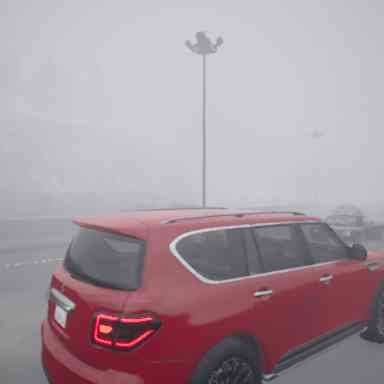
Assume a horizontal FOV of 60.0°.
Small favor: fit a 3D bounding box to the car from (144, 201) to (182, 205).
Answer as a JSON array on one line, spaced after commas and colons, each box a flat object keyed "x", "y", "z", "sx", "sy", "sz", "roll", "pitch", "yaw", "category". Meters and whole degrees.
[{"x": -1.105, "y": 1.654, "z": 27.101, "sx": 2.128, "sy": 1.511, "sz": 4.902, "roll": 0, "pitch": 0, "yaw": 41, "category": "car"}]

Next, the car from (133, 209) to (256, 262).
[{"x": 0.274, "y": 1.559, "z": 13.397, "sx": 5.008, "sy": 1.535, "sz": 1.882, "roll": 0, "pitch": 0, "yaw": -42, "category": "car"}]

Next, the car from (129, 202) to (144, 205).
[{"x": -6.294, "y": 1.823, "z": 37.147, "sx": 1.895, "sy": 1.301, "sz": 4.718, "roll": 0, "pitch": 0, "yaw": 37, "category": "car"}]

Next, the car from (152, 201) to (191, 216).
[{"x": -2.215, "y": 1.747, "z": 36.892, "sx": 1.812, "sy": 1.442, "sz": 4.674, "roll": 0, "pitch": 0, "yaw": 34, "category": "car"}]

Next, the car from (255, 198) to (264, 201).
[{"x": 14.099, "y": 1.964, "z": 69.264, "sx": 1.994, "sy": 1.385, "sz": 4.181, "roll": 0, "pitch": 0, "yaw": 14, "category": "car"}]

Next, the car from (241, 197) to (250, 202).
[{"x": 12.519, "y": 1.955, "z": 77.251, "sx": 1.837, "sy": 1.490, "sz": 4.892, "roll": 0, "pitch": 0, "yaw": 14, "category": "car"}]

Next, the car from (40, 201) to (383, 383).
[{"x": 0.885, "y": 1.251, "z": 4.746, "sx": 5.566, "sy": 2.045, "sz": 2.150, "roll": 0, "pitch": 0, "yaw": -38, "category": "car"}]

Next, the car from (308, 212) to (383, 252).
[{"x": 7.294, "y": 1.693, "z": 15.271, "sx": 1.895, "sy": 1.301, "sz": 4.718, "roll": 0, "pitch": 0, "yaw": 44, "category": "car"}]

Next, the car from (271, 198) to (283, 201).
[{"x": 16.151, "y": 1.876, "z": 63.217, "sx": 2.128, "sy": 1.511, "sz": 4.902, "roll": 0, "pitch": 0, "yaw": 15, "category": "car"}]

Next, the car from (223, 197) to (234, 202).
[{"x": 8.238, "y": 1.939, "z": 74.618, "sx": 1.837, "sy": 1.490, "sz": 4.892, "roll": 0, "pitch": 0, "yaw": 14, "category": "car"}]

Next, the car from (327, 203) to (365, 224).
[{"x": 12.842, "y": 1.713, "z": 27.550, "sx": 2.033, "sy": 1.411, "sz": 5.357, "roll": 0, "pitch": 0, "yaw": 34, "category": "car"}]
